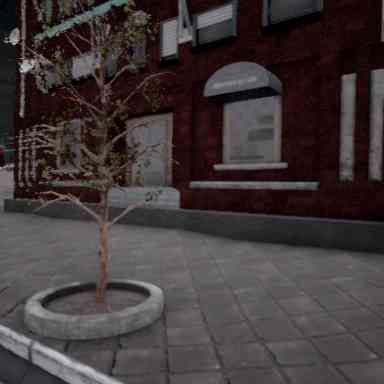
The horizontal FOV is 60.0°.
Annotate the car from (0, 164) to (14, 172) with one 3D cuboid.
[{"bbox_3d":[-25.399,-3.377,48.432,4.892,1.521,2.231,1,1,27],"label":"car"}]
